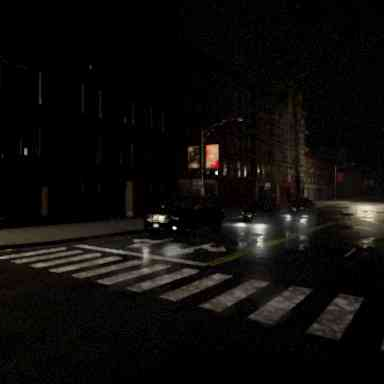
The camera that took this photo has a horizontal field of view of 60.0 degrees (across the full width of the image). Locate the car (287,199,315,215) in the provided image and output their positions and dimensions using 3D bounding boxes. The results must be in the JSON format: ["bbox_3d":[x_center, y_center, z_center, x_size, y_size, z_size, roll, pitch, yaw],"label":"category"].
[{"bbox_3d":[11.497,1.502,34.799,1.837,1.490,4.892,0,0,35],"label":"car"}]

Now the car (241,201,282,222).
[{"bbox_3d":[5.575,1.509,26.338,1.837,1.490,4.892,0,0,35],"label":"car"}]

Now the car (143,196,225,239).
[{"bbox_3d":[-0.224,1.232,18.083,2.150,2.045,5.566,0,0,33],"label":"car"}]
